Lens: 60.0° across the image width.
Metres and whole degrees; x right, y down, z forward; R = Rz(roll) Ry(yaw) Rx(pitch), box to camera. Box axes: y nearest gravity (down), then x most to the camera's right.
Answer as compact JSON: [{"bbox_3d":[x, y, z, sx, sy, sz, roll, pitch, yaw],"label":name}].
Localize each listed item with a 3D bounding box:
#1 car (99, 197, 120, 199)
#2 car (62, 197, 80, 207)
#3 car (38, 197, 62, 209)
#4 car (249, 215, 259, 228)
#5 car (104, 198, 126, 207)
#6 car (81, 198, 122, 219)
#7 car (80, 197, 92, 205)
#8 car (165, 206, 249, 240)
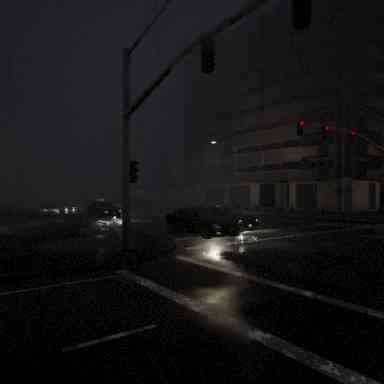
[{"bbox_3d":[-8.469,1.581,36.333,1.812,1.442,4.674,0,0,-36],"label":"car"},{"bbox_3d":[-19.983,1.560,52.650,2.128,1.511,4.902,0,0,-35],"label":"car"},{"bbox_3d":[-20.493,1.533,47.262,1.882,1.535,5.008,0,0,-35],"label":"car"},{"bbox_3d":[1.871,1.603,21.817,2.033,1.411,5.357,0,0,-36],"label":"car"},{"bbox_3d":[-12.782,1.656,54.780,1.895,1.301,4.718,0,0,-36],"label":"car"},{"bbox_3d":[-7.899,1.561,29.471,1.837,1.490,4.892,0,0,-35],"label":"car"},{"bbox_3d":[-20.010,1.547,58.895,2.128,1.511,4.902,0,0,-35],"label":"car"},{"bbox_3d":[0.436,1.530,17.761,1.882,1.535,5.008,0,0,-35],"label":"car"}]
